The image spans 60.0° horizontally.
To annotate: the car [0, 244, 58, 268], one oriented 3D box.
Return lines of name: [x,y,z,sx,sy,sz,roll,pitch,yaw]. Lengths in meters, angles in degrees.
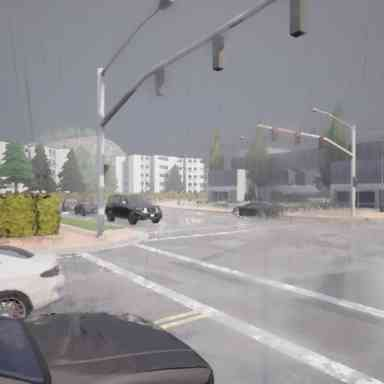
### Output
car: [-4.434,1.526,5.126,4.674,1.442,1.812,0,0,-36]

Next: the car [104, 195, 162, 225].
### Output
car: [-4.428,1.219,24.513,2.150,2.045,5.566,0,0,-40]

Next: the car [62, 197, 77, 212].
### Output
car: [-14.441,1.523,39.688,1.812,1.442,4.674,0,0,-24]

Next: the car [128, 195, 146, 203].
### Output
car: [-11.342,1.470,68.902,1.882,1.535,5.008,0,0,14]

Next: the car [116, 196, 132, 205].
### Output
car: [-12.025,1.486,58.870,2.128,1.511,4.902,0,0,-4]

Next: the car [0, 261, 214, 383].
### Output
car: [-2.343,1.548,2.094,5.357,1.411,2.033,0,0,-35]

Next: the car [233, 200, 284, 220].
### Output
car: [5.630,1.499,28.738,1.837,1.490,4.892,-1,1,-38]

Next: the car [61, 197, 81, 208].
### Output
car: [-17.858,1.488,49.302,2.128,1.511,4.902,0,0,-13]

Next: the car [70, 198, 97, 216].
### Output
car: [-9.967,1.561,32.116,1.994,1.385,4.181,0,0,-34]

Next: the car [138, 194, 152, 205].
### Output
car: [-8.569,1.345,60.723,2.097,1.767,4.553,0,0,-2]
